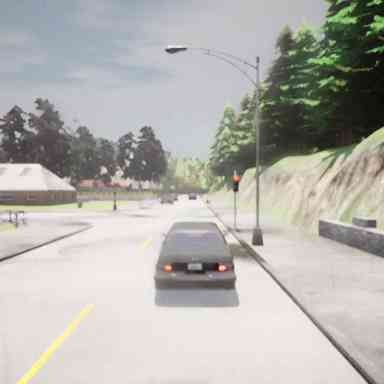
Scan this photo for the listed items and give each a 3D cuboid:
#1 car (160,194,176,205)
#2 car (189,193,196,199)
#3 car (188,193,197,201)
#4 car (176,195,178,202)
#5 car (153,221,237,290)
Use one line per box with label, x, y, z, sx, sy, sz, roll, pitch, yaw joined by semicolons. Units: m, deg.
car;-3.969;1.264;53.130;1.837;1.490;4.892;0;0;0
car;0.177;1.019;86.166;1.812;1.442;4.674;0;0;0
car;0.156;1.174;75.807;2.128;1.511;4.902;0;0;0
car;-3.861;1.203;68.737;2.128;1.511;4.902;0;0;0
car;0.078;1.506;9.054;2.033;1.411;5.357;0;0;0
